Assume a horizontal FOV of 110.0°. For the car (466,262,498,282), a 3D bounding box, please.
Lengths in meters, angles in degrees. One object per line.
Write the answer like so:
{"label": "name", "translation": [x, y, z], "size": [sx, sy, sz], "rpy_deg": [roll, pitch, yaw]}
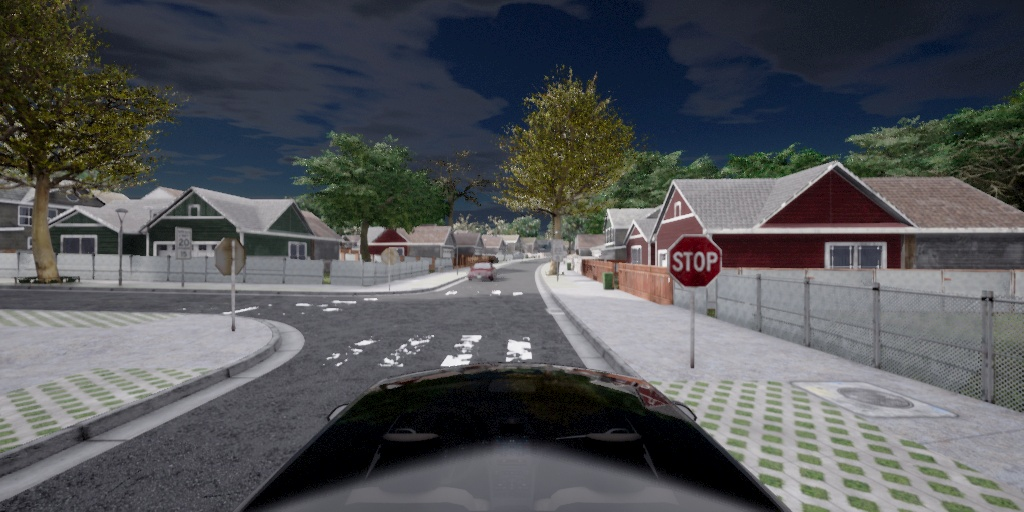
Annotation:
{"label": "car", "translation": [-2.264, 1.218, 28.311], "size": [1.812, 1.442, 4.674], "rpy_deg": [0, 1, 3]}
